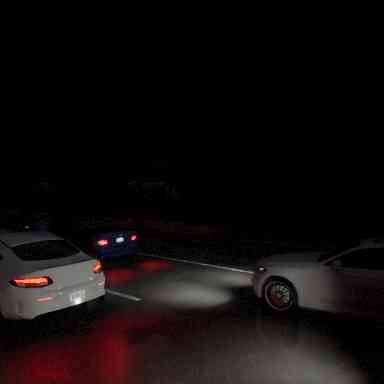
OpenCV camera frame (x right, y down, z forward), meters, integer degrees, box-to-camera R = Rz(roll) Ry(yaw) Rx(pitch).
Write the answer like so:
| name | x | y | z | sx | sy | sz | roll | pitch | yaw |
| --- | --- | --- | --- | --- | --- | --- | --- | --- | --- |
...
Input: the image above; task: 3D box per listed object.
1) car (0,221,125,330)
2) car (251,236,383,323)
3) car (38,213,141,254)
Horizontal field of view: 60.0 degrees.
| name | x | y | z | sx | sy | sz | roll | pitch | yaw |
| --- | --- | --- | --- | --- | --- | --- | --- | --- | --- |
| car | -3.696 | 1.455 | 6.663 | 4.674 | 1.442 | 1.812 | 1 | 1 | 36 |
| car | 3.356 | 1.525 | 5.898 | 4.674 | 1.442 | 1.812 | 0 | 0 | 36 |
| car | -4.168 | 1.430 | 11.322 | 5.357 | 1.411 | 2.033 | 1 | 1 | 36 |
